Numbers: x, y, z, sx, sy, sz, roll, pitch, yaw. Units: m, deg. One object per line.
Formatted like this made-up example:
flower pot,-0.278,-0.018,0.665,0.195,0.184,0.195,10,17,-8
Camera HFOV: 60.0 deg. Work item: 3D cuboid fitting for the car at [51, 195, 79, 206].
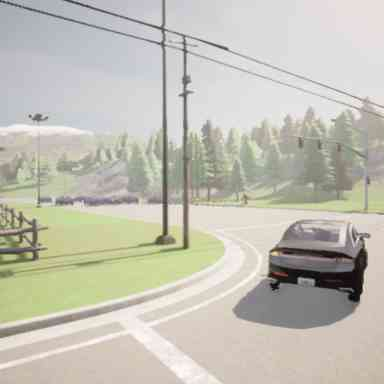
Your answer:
car,-19.938,1.363,52.043,2.128,1.511,4.902,-1,0,-35

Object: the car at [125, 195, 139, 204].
car,-10.877,1.266,57.401,2.128,1.511,4.902,-1,0,-35

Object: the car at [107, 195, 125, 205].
car,-13.299,1.411,54.763,1.895,1.301,4.718,-1,0,-35

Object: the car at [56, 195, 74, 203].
car,-24.892,1.383,65.045,2.033,1.411,5.357,-1,0,-35

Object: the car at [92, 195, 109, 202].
car,-19.089,1.373,68.919,1.895,1.301,4.718,-1,0,-35

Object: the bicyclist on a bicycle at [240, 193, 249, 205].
bicyclist on a bicycle,7.088,1.016,44.814,1.656,1.620,0.582,-1,1,-35

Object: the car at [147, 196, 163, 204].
car,-6.023,1.311,56.582,1.994,1.385,4.181,-1,0,-35

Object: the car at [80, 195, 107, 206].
car,-15.378,1.367,51.634,1.812,1.442,4.674,-1,0,-35

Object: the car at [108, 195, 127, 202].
car,-15.788,1.287,70.311,2.033,1.411,5.357,-1,0,-35

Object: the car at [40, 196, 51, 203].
car,-27.726,1.397,63.087,1.812,1.442,4.674,-1,0,-35

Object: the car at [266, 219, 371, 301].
car,3.262,1.426,8.311,2.128,1.511,4.902,0,1,28
